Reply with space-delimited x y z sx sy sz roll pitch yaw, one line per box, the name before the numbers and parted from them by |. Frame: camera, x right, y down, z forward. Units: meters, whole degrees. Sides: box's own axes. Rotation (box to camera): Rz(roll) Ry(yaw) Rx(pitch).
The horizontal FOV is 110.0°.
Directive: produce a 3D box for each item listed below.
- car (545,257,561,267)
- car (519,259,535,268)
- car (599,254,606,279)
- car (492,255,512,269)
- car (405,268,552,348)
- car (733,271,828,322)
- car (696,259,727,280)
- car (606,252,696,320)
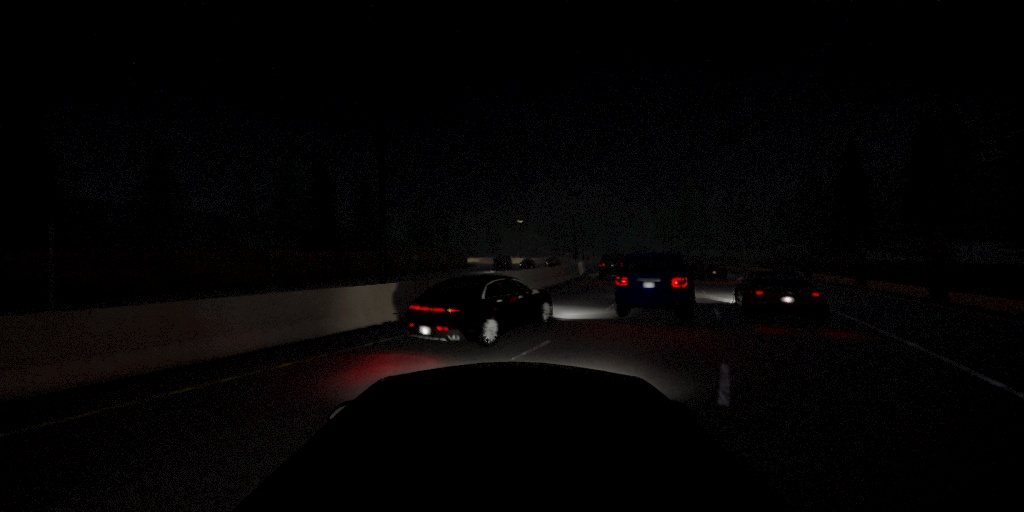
car | 5.630 0.924 49.008 2.097 1.767 4.553 -1 0 7
car | 2.163 1.135 49.454 1.837 1.490 4.892 -1 0 7
car | 8.417 0.808 29.558 2.150 2.045 5.566 0 0 18
car | -1.287 0.915 50.042 2.150 2.045 5.566 -1 0 7
car | -0.563 1.244 9.401 1.837 1.490 4.892 0 0 30
car | 8.678 1.188 11.893 1.994 1.385 4.181 -1 0 27
car | 15.196 0.988 27.937 1.882 1.535 5.008 0 0 18
car | 5.087 0.887 12.473 2.150 2.045 5.566 -1 0 27
